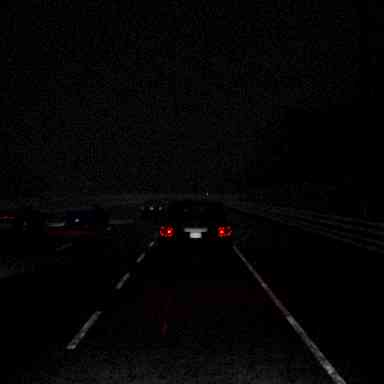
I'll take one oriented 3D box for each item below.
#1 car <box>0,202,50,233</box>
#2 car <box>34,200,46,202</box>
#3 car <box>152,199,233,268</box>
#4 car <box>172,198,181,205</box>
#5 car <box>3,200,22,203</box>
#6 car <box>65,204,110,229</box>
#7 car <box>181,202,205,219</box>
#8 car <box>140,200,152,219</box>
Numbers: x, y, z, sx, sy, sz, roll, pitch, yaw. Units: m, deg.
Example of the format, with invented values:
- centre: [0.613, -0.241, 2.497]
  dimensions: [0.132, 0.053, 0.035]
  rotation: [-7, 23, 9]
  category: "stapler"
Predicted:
- centre: [-10.408, 1.573, 20.290]
  dimensions: [1.837, 1.490, 4.892]
  rotation: [0, 0, 0]
  category: "car"
- centre: [-24.520, 2.012, 53.429]
  dimensions: [1.994, 1.385, 4.181]
  rotation: [0, -1, 0]
  category: "car"
- centre: [0.095, 1.239, 11.433]
  dimensions: [2.150, 2.045, 5.566]
  rotation: [0, 0, 0]
  category: "car"
- centre: [-3.530, 2.197, 76.904]
  dimensions: [1.994, 1.385, 4.181]
  rotation: [0, -1, 0]
  category: "car"
- centre: [-21.101, 1.744, 38.925]
  dimensions: [2.128, 1.511, 4.902]
  rotation: [0, -1, 0]
  category: "car"
- centre: [-6.909, 1.564, 22.472]
  dimensions: [1.882, 1.535, 5.008]
  rotation: [0, -1, 0]
  category: "car"
- centre: [0.087, 1.725, 31.761]
  dimensions: [2.033, 1.411, 5.357]
  rotation: [0, -1, 0]
  category: "car"
- centre: [-3.512, 1.522, 31.147]
  dimensions: [2.097, 1.767, 4.553]
  rotation: [0, -1, 0]
  category: "car"
